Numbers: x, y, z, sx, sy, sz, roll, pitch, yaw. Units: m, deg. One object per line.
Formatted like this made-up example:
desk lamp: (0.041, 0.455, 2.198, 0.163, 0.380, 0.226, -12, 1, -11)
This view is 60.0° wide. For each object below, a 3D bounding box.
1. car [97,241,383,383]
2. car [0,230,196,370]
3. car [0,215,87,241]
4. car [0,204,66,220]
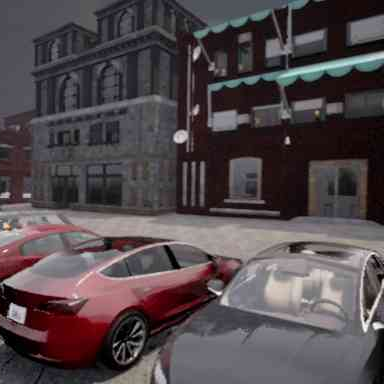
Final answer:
car: (1.506, 1.480, 4.286, 2.231, 1.521, 4.892, 0, 0, 35)
car: (-0.753, 1.504, 5.905, 2.163, 1.488, 4.792, 0, 0, 35)
car: (-3.046, 1.470, 7.478, 2.097, 1.535, 5.008, 0, 0, 35)
car: (-5.295, 1.339, 9.109, 2.185, 1.767, 4.553, 0, 0, 35)
